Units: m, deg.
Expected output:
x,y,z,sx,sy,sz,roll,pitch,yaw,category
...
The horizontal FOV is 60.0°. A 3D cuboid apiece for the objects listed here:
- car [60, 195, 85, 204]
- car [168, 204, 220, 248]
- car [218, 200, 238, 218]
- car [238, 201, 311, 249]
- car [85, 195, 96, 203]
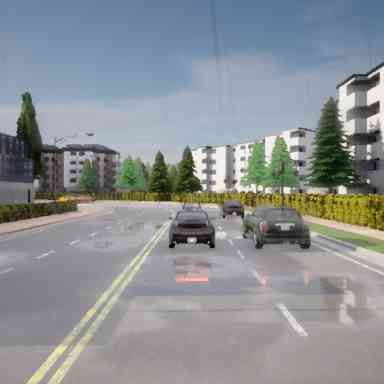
x,y,z,sx,sy,sz,roll,pitch,yaw,category
-23.487,1.475,64.409,5.008,1.535,1.882,0,0,36,car
0.000,1.516,14.650,1.837,1.490,4.892,0,0,0,car
3.500,1.516,29.650,1.837,1.490,4.892,0,0,0,car
3.500,1.366,14.620,2.097,1.767,4.553,0,0,0,car
-21.436,1.351,67.284,4.553,1.767,2.097,0,0,38,car
